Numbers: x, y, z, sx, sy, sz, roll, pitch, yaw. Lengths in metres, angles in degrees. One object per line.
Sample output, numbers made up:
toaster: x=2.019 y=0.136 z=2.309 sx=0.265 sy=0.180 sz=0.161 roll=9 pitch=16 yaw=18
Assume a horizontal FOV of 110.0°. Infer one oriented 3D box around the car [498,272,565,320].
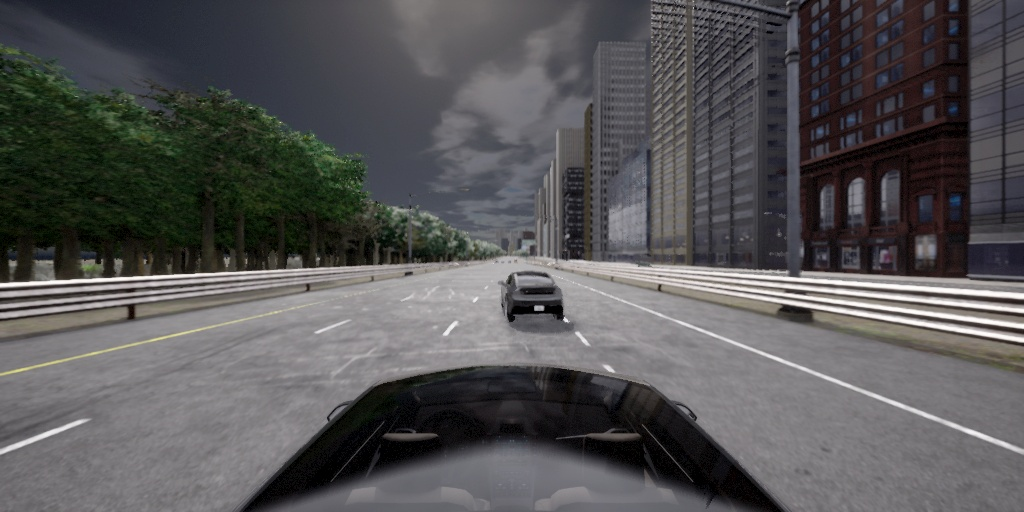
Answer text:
car: x=0.608 y=1.308 z=13.071 sx=1.837 sy=1.490 sz=4.892 roll=-1 pitch=0 yaw=-5
